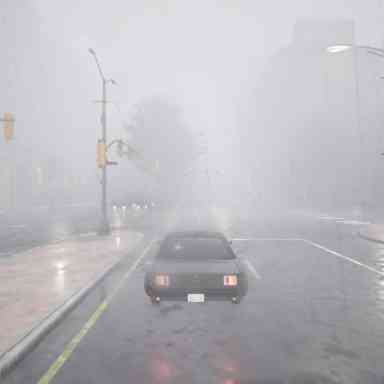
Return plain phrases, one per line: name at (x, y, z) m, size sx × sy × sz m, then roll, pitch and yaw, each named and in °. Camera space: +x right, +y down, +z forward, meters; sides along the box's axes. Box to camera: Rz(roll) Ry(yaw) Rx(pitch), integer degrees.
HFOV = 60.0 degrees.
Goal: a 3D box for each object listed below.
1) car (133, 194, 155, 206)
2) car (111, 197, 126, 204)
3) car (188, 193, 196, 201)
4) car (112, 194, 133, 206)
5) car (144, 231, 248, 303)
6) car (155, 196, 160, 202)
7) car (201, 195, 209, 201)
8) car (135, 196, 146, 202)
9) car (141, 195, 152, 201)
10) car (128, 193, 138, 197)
car at (-8.080, 1.547, 56.501) m, size 2.033 × 1.411 × 5.357 m, roll 0°, pitch 0°, yaw 0°
car at (-14.740, 1.595, 66.810) m, size 1.895 × 1.301 × 4.718 m, roll 0°, pitch 0°, yaw 0°
car at (0.013, 1.540, 85.794) m, size 2.033 × 1.411 × 5.357 m, roll 0°, pitch 0°, yaw 0°
car at (-11.580, 1.525, 55.103) m, size 1.812 × 1.442 × 4.674 m, roll 0°, pitch 0°, yaw 0°
car at (0.076, 1.601, 8.154) m, size 1.895 × 1.301 × 4.718 m, roll 0°, pitch 0°, yaw 0°
car at (-8.020, 1.564, 65.737) m, size 1.994 × 1.385 × 4.181 m, roll 0°, pitch 0°, yaw 1°
car at (3.513, 1.595, 86.971) m, size 1.895 × 1.301 × 4.718 m, roll 0°, pitch 0°, yaw 0°
car at (-11.489, 1.552, 74.399) m, size 1.994 × 1.385 × 4.181 m, roll 0°, pitch 0°, yaw 0°
car at (-11.487, 1.525, 84.632) m, size 2.128 × 1.511 × 4.902 m, roll 0°, pitch 0°, yaw 0°
car at (-11.528, 1.221, 64.515) m, size 2.150 × 2.045 × 5.566 m, roll 0°, pitch 0°, yaw 1°
